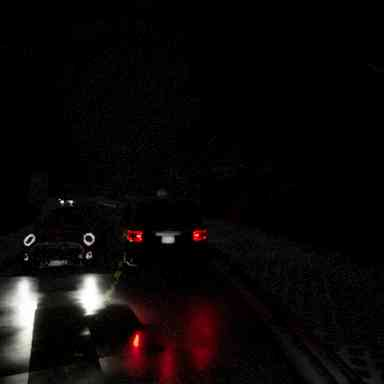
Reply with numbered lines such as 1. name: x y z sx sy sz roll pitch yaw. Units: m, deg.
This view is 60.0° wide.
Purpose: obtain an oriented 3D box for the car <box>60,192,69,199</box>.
1. car: -29.536 0.800 77.195 1.882 1.535 5.008 1 0 -21

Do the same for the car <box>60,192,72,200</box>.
1. car: -23.750 0.953 62.943 1.812 1.442 4.674 1 0 -24

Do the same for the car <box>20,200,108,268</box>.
1. car: -4.002 1.304 11.103 2.097 1.767 4.553 0 0 -10

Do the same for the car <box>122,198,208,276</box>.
1. car: -0.904 1.192 10.474 2.150 2.045 5.566 0 0 -7

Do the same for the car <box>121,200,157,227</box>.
1. car: -3.808 1.388 23.314 1.882 1.535 5.008 1 0 -16
